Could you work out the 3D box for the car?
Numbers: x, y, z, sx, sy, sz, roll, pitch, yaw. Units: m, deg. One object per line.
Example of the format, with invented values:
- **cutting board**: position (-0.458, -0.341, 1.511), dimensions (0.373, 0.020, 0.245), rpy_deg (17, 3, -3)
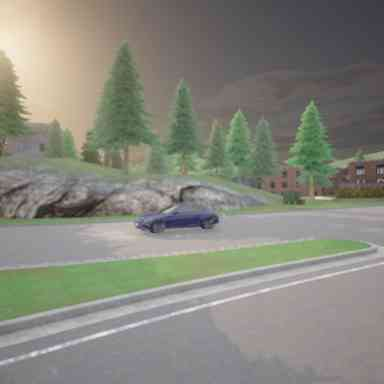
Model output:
- **car**: position (-0.711, 1.339, 17.765), dimensions (4.674, 1.442, 1.812), rpy_deg (-1, 1, -28)
